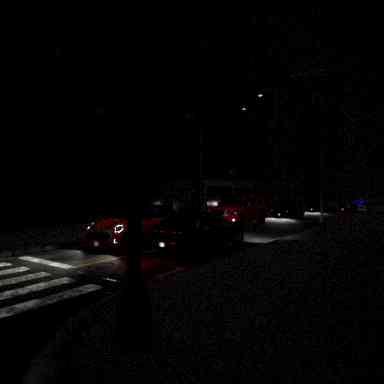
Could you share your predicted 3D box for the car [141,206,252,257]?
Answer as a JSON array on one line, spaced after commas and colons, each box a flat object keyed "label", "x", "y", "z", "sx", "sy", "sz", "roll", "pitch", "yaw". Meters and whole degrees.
[{"label": "car", "x": 0.373, "y": 1.510, "z": 13.129, "sx": 1.837, "sy": 1.490, "sz": 4.892, "roll": 0, "pitch": 0, "yaw": 35}]

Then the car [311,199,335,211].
[{"label": "car", "x": 14.733, "y": 1.538, "z": 38.882, "sx": 2.033, "sy": 1.411, "sz": 5.357, "roll": 0, "pitch": 0, "yaw": 35}]

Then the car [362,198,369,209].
[{"label": "car", "x": 23.574, "y": 1.536, "z": 46.750, "sx": 1.812, "sy": 1.442, "sz": 4.674, "roll": 0, "pitch": 0, "yaw": 35}]

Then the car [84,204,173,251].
[{"label": "car", "x": -2.306, "y": 1.345, "z": 14.213, "sx": 2.097, "sy": 1.767, "sz": 4.553, "roll": 0, "pitch": 0, "yaw": 34}]

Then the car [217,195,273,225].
[{"label": "car", "x": 3.139, "y": 1.213, "z": 22.156, "sx": 2.150, "sy": 2.045, "sz": 5.566, "roll": 0, "pitch": 0, "yaw": 35}]

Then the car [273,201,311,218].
[{"label": "car", "x": 8.964, "y": 1.538, "z": 30.591, "sx": 2.033, "sy": 1.411, "sz": 5.357, "roll": 0, "pitch": 0, "yaw": 35}]

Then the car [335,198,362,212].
[{"label": "car", "x": 17.831, "y": 1.605, "z": 38.348, "sx": 1.895, "sy": 1.301, "sz": 4.718, "roll": 0, "pitch": 0, "yaw": 35}]
